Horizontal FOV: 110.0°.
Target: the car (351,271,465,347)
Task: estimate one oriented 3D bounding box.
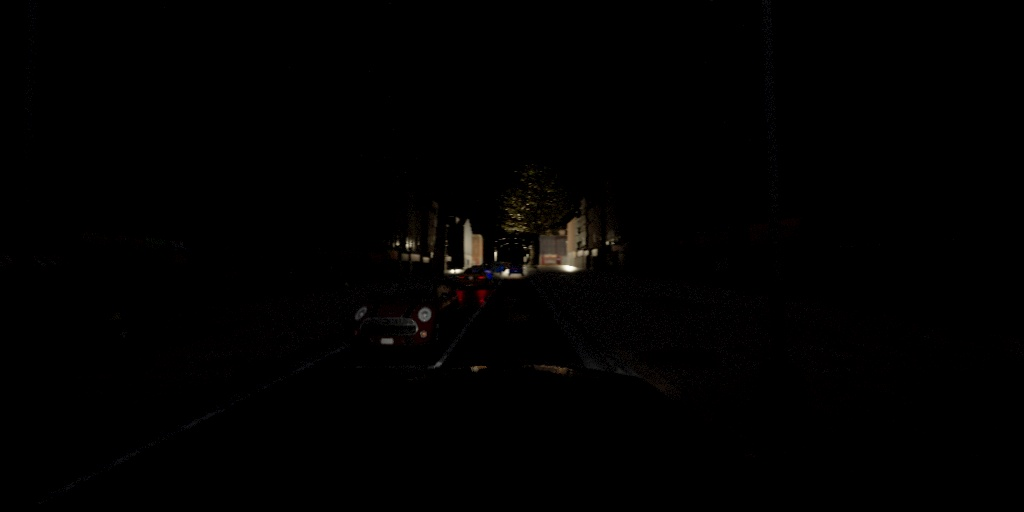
[{"bbox_3d":[-2.619,1.300,9.575,1.967,1.591,4.097,0,0,1],"label":"car"}]

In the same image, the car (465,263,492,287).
[{"bbox_3d":[-2.784,1.508,27.296,1.801,1.575,5.366,-1,-1,1],"label":"car"}]

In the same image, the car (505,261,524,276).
[{"bbox_3d":[0.505,1.698,45.170,1.882,1.535,5.008,-1,-1,1],"label":"car"}]

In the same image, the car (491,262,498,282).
[{"bbox_3d":[-2.684,1.603,34.107,1.882,1.535,5.008,-1,-1,1],"label":"car"}]

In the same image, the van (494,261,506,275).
[{"bbox_3d":[-2.111,1.623,48.313,1.690,1.789,3.998,0,0,1],"label":"van"}]
